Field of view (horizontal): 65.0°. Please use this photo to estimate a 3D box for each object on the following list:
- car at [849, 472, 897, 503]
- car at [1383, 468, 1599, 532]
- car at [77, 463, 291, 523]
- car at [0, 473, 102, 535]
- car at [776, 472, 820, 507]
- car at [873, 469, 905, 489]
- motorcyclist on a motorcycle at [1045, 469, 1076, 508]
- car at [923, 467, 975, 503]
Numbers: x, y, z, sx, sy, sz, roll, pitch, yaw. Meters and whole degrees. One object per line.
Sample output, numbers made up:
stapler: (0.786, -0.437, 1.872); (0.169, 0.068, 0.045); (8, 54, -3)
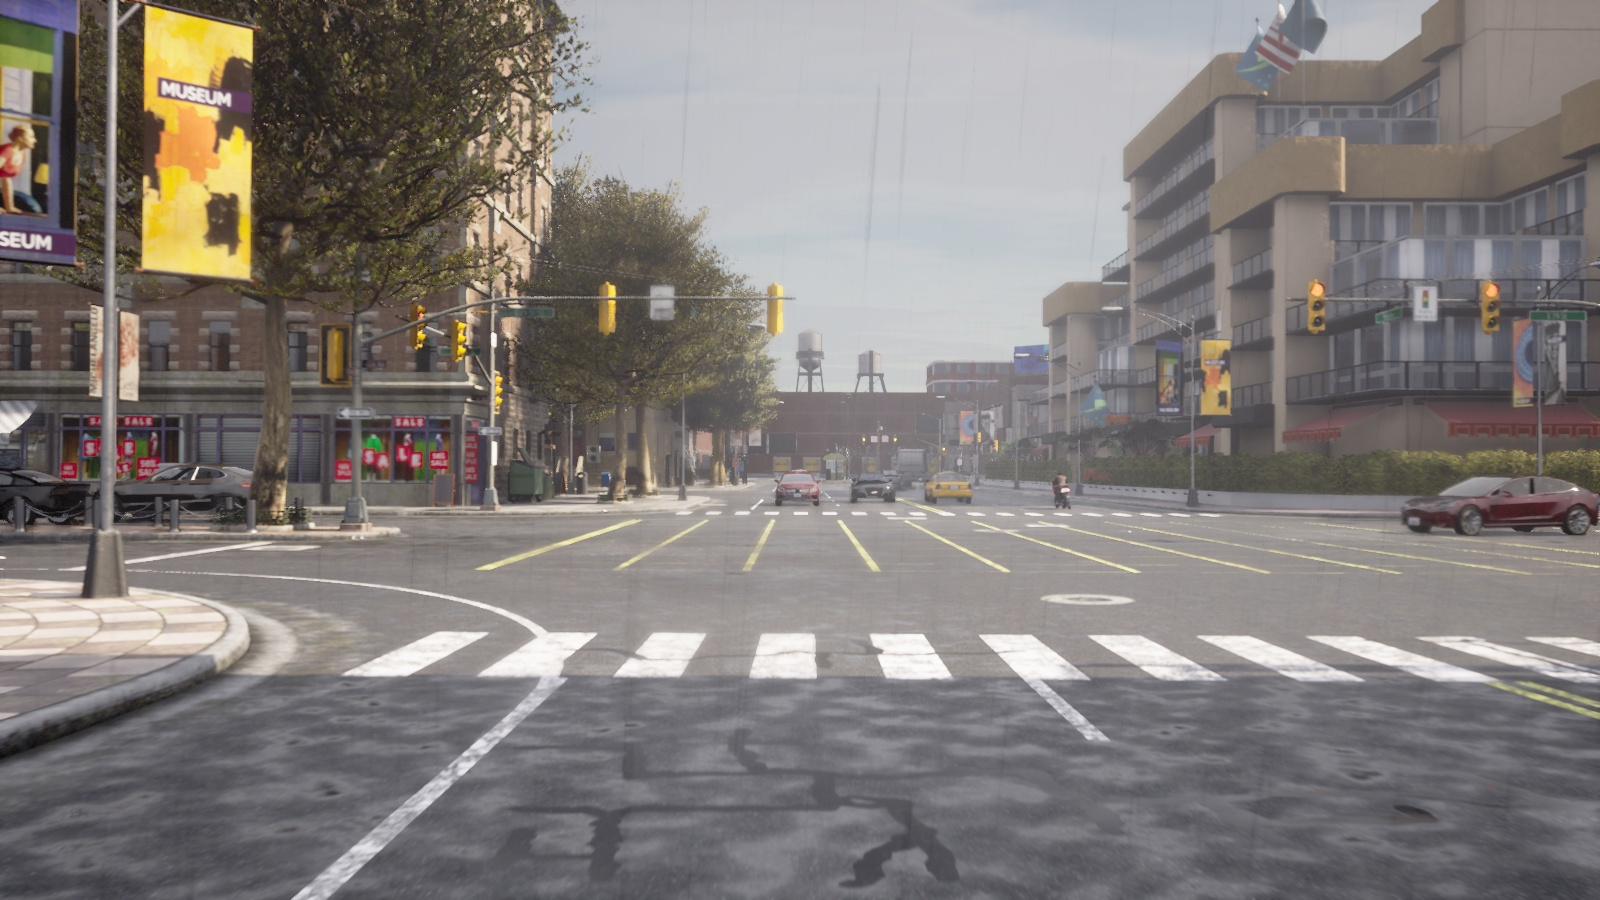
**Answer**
car: (3.403, 1.757, 59.243); (1.994, 1.385, 4.181); (0, -1, 0)
car: (17.394, 1.216, 31.370); (4.792, 1.488, 2.163); (0, -1, -12)
car: (-17.470, 1.202, 35.809); (5.027, 1.651, 2.152); (0, -1, 0)
car: (-20.989, 1.362, 32.320); (5.008, 1.535, 1.882); (0, -1, 0)
car: (-0.087, 1.654, 54.009); (1.812, 1.442, 4.674); (0, -1, 0)
car: (6.846, 2.213, 97.468); (2.128, 1.511, 4.902); (0, -1, 0)
motorcyclist on a motorcycle: (10.420, 1.511, 50.220); (0.797, 1.523, 2.044); (0, -1, 0)
car: (6.906, 1.610, 58.704); (1.801, 1.575, 5.366); (0, -1, 0)
